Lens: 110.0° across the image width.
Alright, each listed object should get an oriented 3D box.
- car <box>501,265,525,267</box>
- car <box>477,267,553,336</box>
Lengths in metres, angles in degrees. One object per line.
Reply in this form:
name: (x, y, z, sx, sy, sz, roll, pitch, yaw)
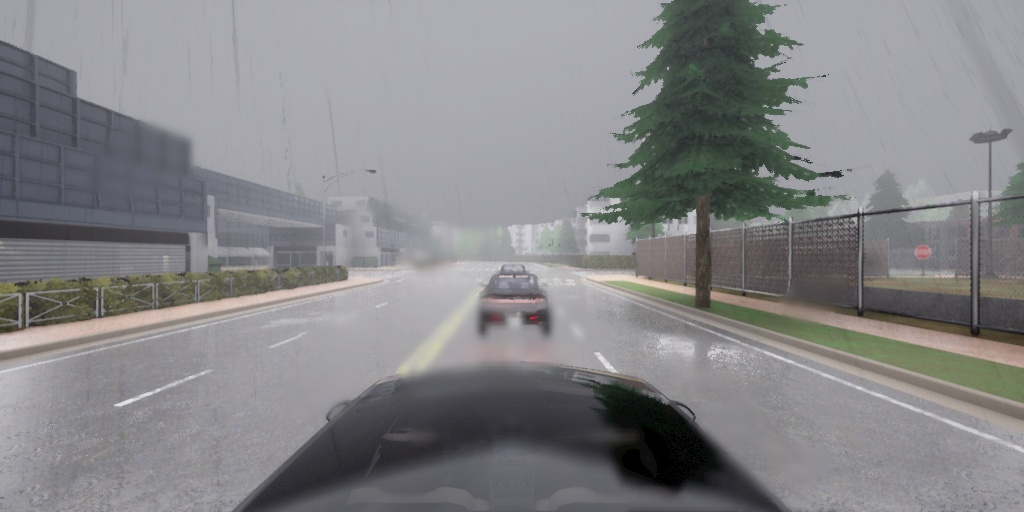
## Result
car: (0.065, 1.231, 20.476, 2.128, 1.511, 4.902, 0, 0, 0)
car: (0.073, 1.236, 10.363, 2.128, 1.511, 4.902, 0, 0, 0)
